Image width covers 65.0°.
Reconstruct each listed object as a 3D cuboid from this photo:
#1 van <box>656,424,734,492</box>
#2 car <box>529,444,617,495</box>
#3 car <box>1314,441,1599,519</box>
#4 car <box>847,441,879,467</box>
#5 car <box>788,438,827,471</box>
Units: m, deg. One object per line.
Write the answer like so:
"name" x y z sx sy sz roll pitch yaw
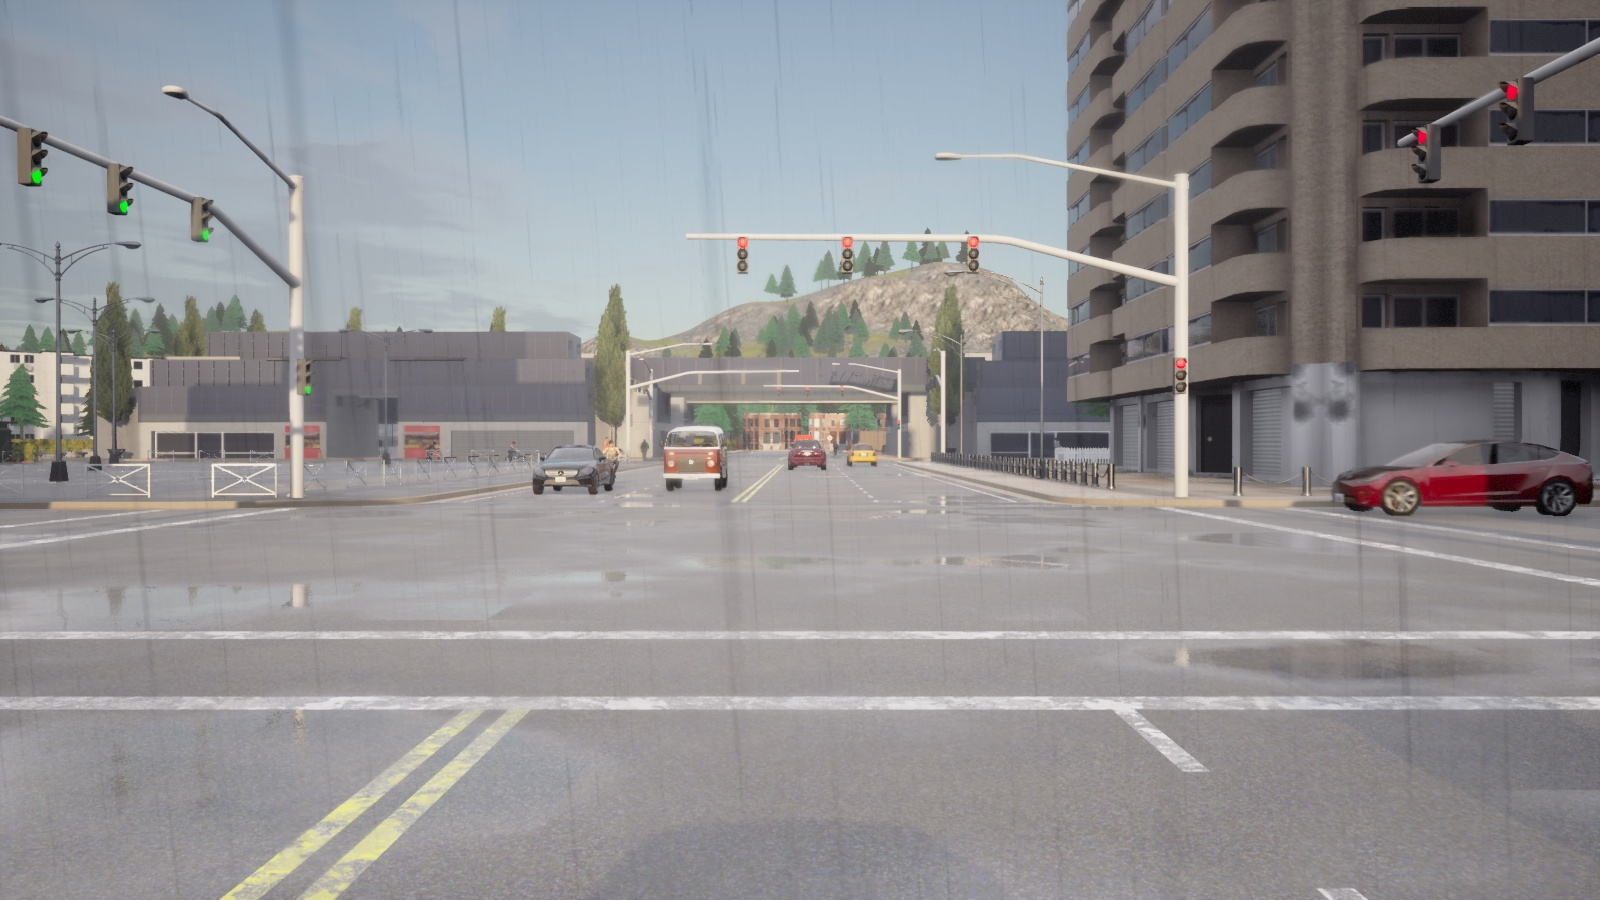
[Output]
"van" -3.262 0.242 39.909 2.069 2.038 4.480 0 0 0
"car" -6.774 0.553 37.914 1.812 1.442 4.674 0 0 0
"car" 13.109 0.560 25.084 4.792 1.488 2.163 0 0 0
"car" 3.962 0.236 80.183 1.801 1.575 5.366 0 0 0
"car" 0.404 0.211 69.817 2.097 1.767 4.553 0 0 0
